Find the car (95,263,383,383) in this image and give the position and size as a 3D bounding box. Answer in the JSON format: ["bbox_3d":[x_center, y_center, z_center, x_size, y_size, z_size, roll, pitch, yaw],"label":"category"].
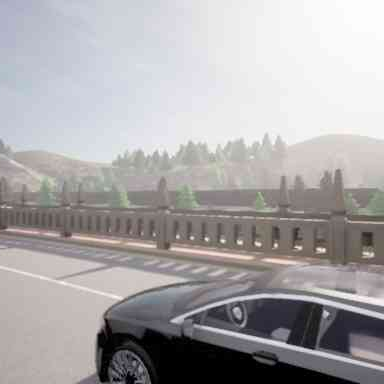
[{"bbox_3d":[1.093,1.496,3.213,4.902,1.511,2.128,0,0,35],"label":"car"}]
